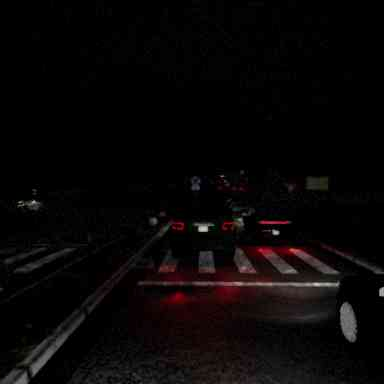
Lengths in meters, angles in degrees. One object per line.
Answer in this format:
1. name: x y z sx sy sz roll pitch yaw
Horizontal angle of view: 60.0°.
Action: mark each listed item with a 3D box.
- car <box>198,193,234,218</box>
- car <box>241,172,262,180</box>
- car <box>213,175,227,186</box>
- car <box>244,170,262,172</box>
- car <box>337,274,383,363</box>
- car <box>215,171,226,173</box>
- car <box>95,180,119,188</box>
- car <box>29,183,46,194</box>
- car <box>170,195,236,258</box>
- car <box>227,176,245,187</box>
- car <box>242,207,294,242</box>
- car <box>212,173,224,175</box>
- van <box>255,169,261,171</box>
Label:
1. car: 2.056 1.010 27.234 1.837 1.490 4.892 0 4 17
2. car: 15.276 -3.883 87.313 4.892 1.521 2.231 1 5 11
3. car: 5.627 -2.091 68.386 1.837 1.490 4.892 0 5 2
4. car: 15.846 -4.263 89.985 4.553 1.767 2.185 1 6 11
5. car: 3.175 1.478 3.199 1.882 1.535 5.008 0 0 1
6. car: 8.278 -4.313 92.085 1.882 1.535 5.008 1 5 11
7. car: -13.861 -1.235 55.969 5.008 1.535 1.882 -3 5 -40
8. car: -19.762 -0.309 41.349 2.097 1.767 4.553 0 4 -6
9. car: 0.426 1.209 12.803 2.150 2.045 5.566 0 0 2
10. car: 8.670 -1.864 66.126 1.812 1.442 4.674 0 5 -1
11. car: 3.555 1.460 16.181 2.128 1.511 4.902 0 0 2
12. car: 6.122 -3.089 78.925 1.882 1.535 5.008 1 5 8
13. van: 16.234 -4.621 92.697 4.442 1.987 1.878 1 6 11
